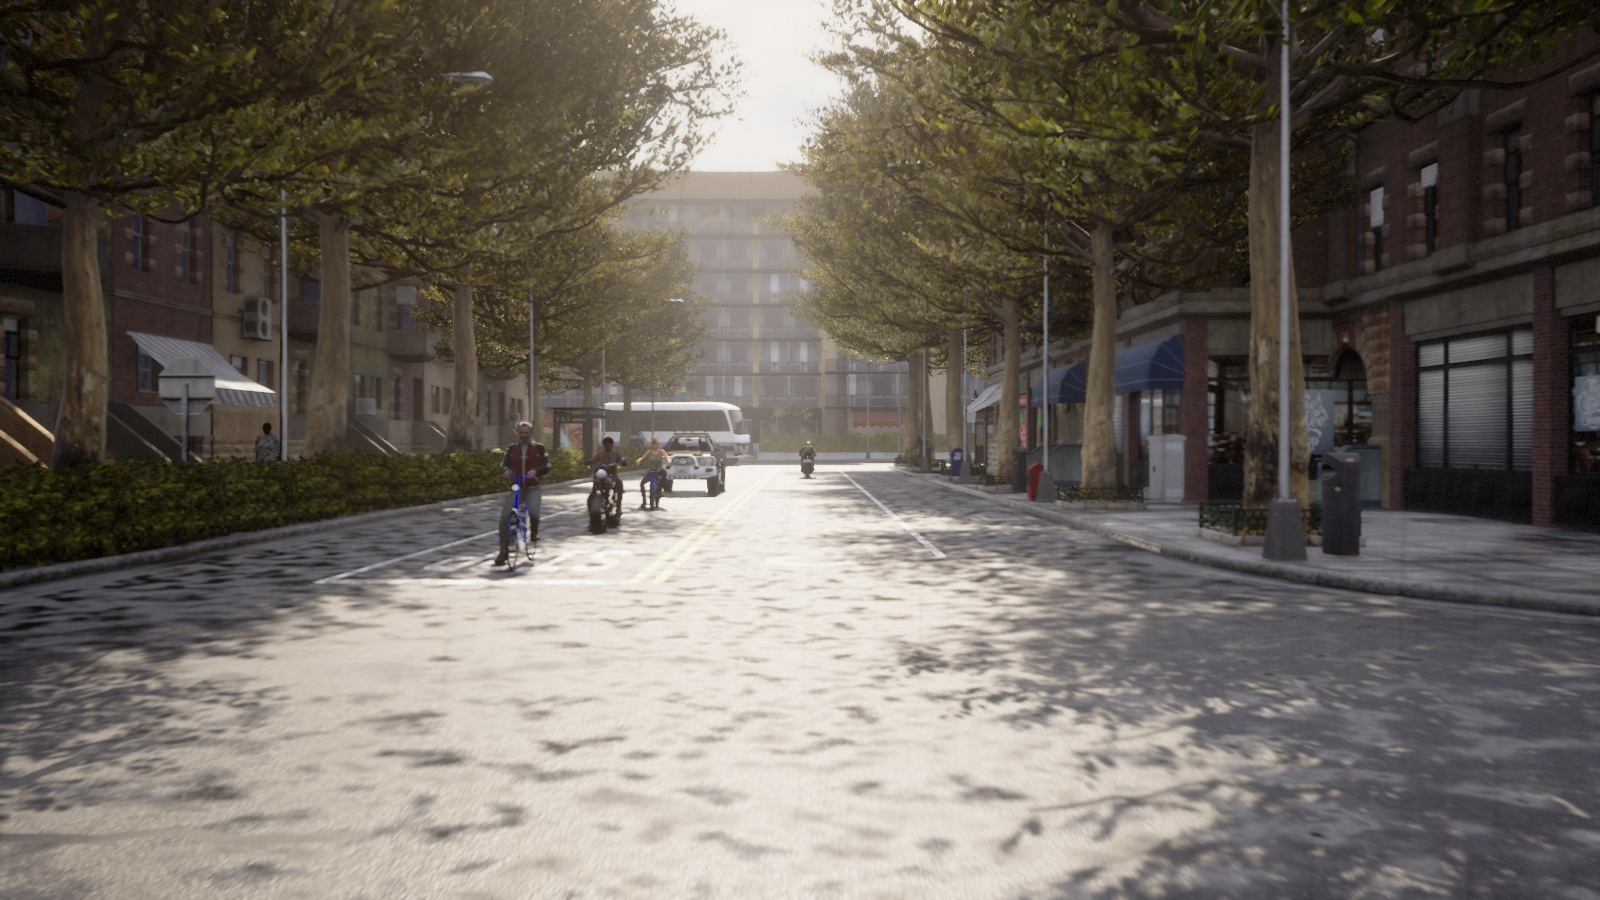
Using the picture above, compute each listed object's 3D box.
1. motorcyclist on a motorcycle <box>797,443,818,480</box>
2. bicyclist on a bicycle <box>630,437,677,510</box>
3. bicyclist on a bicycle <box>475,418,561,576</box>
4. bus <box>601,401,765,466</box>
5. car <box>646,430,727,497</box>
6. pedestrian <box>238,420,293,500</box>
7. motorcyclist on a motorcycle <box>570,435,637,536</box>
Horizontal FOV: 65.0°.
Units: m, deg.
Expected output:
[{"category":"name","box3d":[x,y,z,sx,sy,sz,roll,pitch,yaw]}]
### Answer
[{"category":"motorcyclist on a motorcycle","box3d":[0.321,0.476,54.010,0.866,1.530,2.191,0,0,0]},{"category":"bicyclist on a bicycle","box3d":[-3.318,0.519,28.538,0.866,1.612,1.509,0,0,1]},{"category":"bicyclist on a bicycle","box3d":[-3.360,0.529,15.095,0.659,1.776,1.843,0,0,-1]},{"category":"bus","box3d":[-7.884,-1.116,84.726,10.273,4.253,3.944,0,1,16]},{"category":"car","box3d":[-3.275,0.351,37.032,1.932,1.855,4.605,0,0,0]},{"category":"pedestrian","box3d":[-12.633,0.225,29.700,0.874,1.855,0.900,0,0,6]},{"category":"motorcyclist on a motorcycle","box3d":[-3.362,0.571,21.703,0.766,1.649,2.350,0,0,0]}]
